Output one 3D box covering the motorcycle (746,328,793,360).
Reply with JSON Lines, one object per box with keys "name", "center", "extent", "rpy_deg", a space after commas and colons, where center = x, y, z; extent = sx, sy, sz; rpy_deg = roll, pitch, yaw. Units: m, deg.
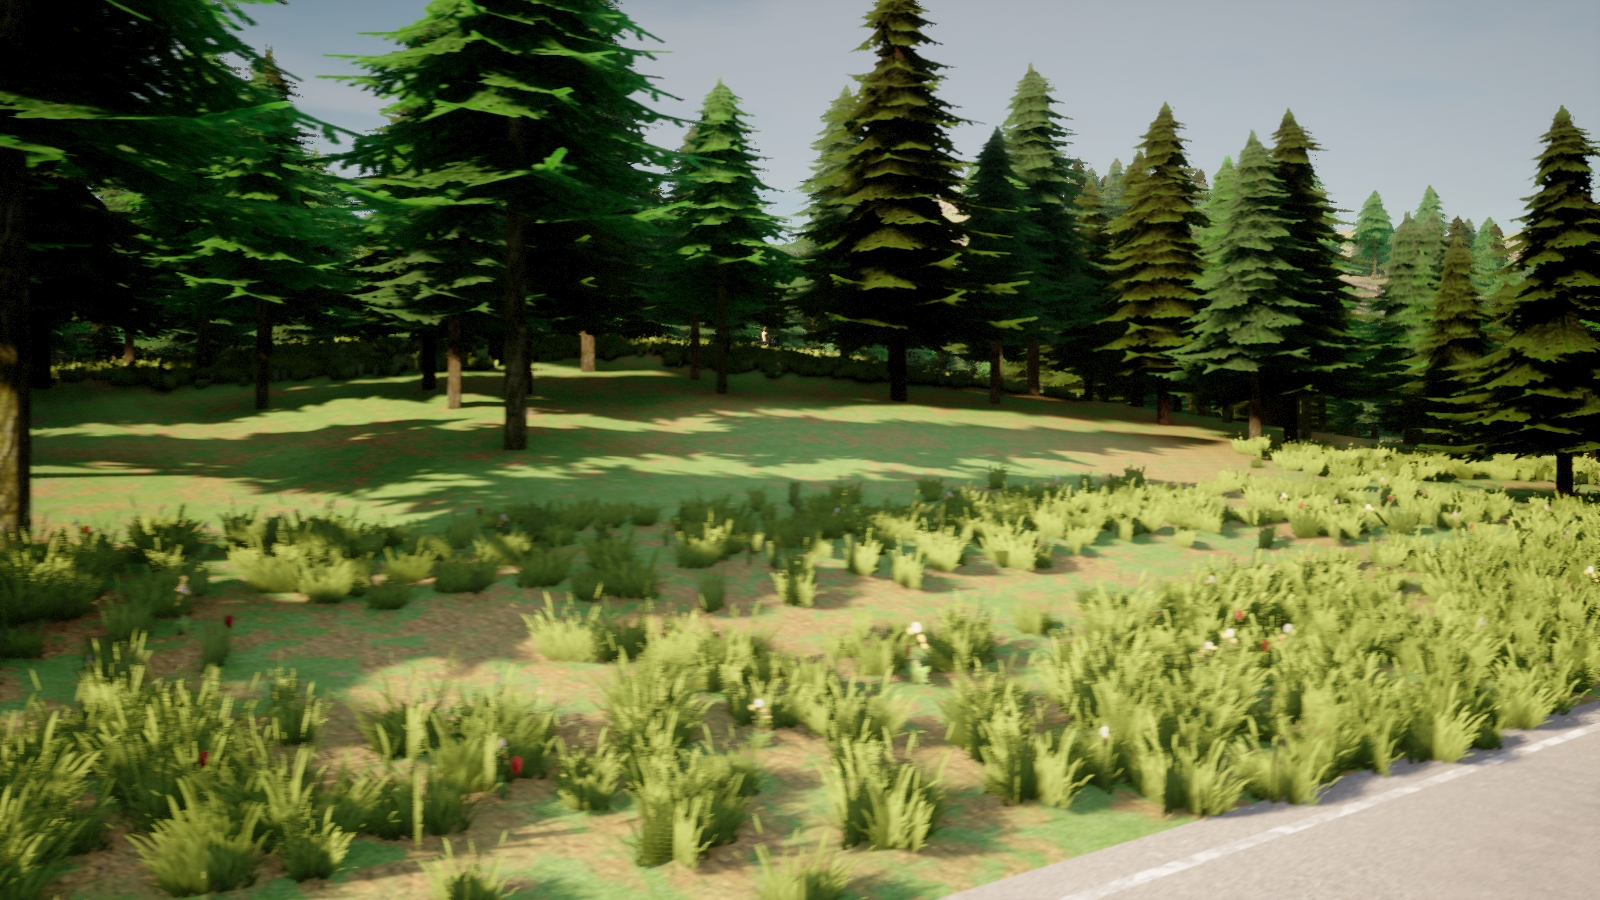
{"name": "motorcycle", "center": [-1.477, -5.144, 55.551], "extent": [2.356, 1.277, 0.764], "rpy_deg": [2, -3, -43]}
